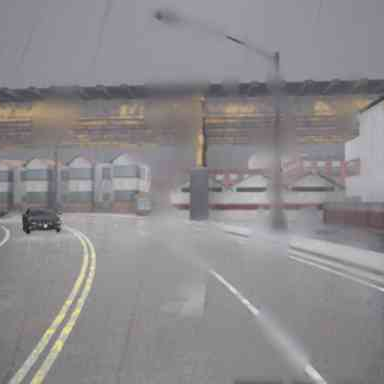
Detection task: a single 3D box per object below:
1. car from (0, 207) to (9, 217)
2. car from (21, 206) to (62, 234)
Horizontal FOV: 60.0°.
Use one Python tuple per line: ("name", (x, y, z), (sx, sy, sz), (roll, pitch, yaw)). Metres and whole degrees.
("car", (-24.004, 2.273, 39.431), (5.357, 1.411, 2.033), (-2, -2, 29))
("car", (-9.220, 1.661, 20.307), (1.837, 1.490, 4.892), (1, -1, -30))
